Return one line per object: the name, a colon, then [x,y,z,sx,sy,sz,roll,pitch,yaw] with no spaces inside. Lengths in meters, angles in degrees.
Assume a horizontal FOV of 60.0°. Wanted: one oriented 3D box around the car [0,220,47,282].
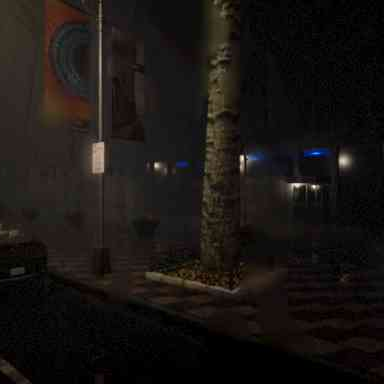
car: [-5.646,1.477,8.921,4.892,1.521,2.231,0,0,41]
